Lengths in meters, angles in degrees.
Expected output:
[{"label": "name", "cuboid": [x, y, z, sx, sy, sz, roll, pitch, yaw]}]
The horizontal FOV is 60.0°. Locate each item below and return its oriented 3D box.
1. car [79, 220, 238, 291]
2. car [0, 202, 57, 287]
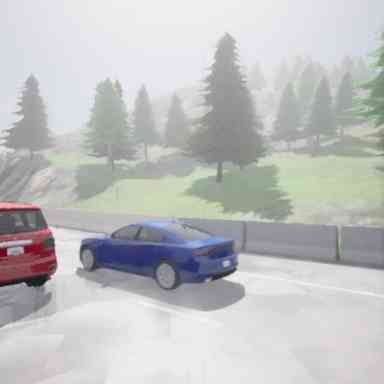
[{"label": "car", "cuboid": [-1.150, 1.516, 9.238, 5.008, 1.535, 1.882, 0, 0, 38]}, {"label": "car", "cuboid": [-5.572, 1.256, 8.310, 5.566, 2.045, 2.150, 0, 0, 39]}]
